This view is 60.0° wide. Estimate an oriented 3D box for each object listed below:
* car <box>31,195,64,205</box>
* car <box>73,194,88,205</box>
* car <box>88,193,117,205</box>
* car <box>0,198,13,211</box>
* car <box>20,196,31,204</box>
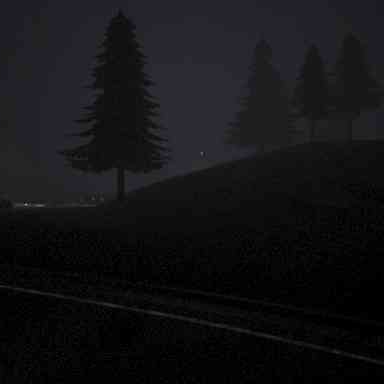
[{"bbox_3d":[-21.303,1.214,49.965,1.994,1.385,4.181,0,0,21],"label":"car"},{"bbox_3d":[-16.586,1.026,52.382,2.097,1.767,4.553,1,0,22],"label":"car"},{"bbox_3d":[-13.325,1.054,51.111,2.097,1.767,4.553,1,0,22],"label":"car"},{"bbox_3d":[-20.324,1.250,33.313,1.812,1.442,4.674,1,0,22],"label":"car"},{"bbox_3d":[-24.393,1.186,51.669,1.994,1.385,4.181,0,0,22],"label":"car"}]
